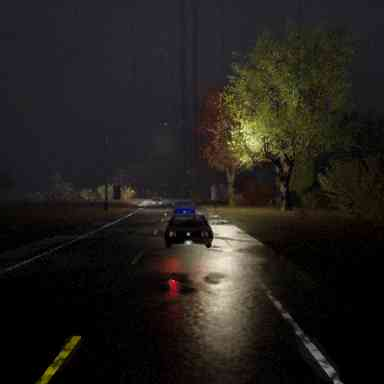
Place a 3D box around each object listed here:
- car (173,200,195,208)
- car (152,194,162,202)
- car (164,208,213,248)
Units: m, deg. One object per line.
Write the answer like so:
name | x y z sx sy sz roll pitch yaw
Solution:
car | -0.700 1.483 29.727 1.882 1.535 5.008 0 0 -3
car | -7.957 1.340 75.626 2.097 1.767 4.553 0 0 -6
car | -0.176 1.615 14.724 1.895 1.301 4.718 0 0 -1
